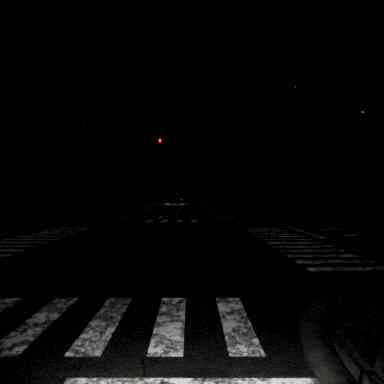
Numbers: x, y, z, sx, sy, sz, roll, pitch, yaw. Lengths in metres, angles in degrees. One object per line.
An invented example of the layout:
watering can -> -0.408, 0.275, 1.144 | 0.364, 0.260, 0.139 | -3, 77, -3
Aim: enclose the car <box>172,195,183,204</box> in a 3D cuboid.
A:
car -> -2.931, 1.498, 69.321 | 2.097, 1.767, 4.553 | 0, 0, 0
